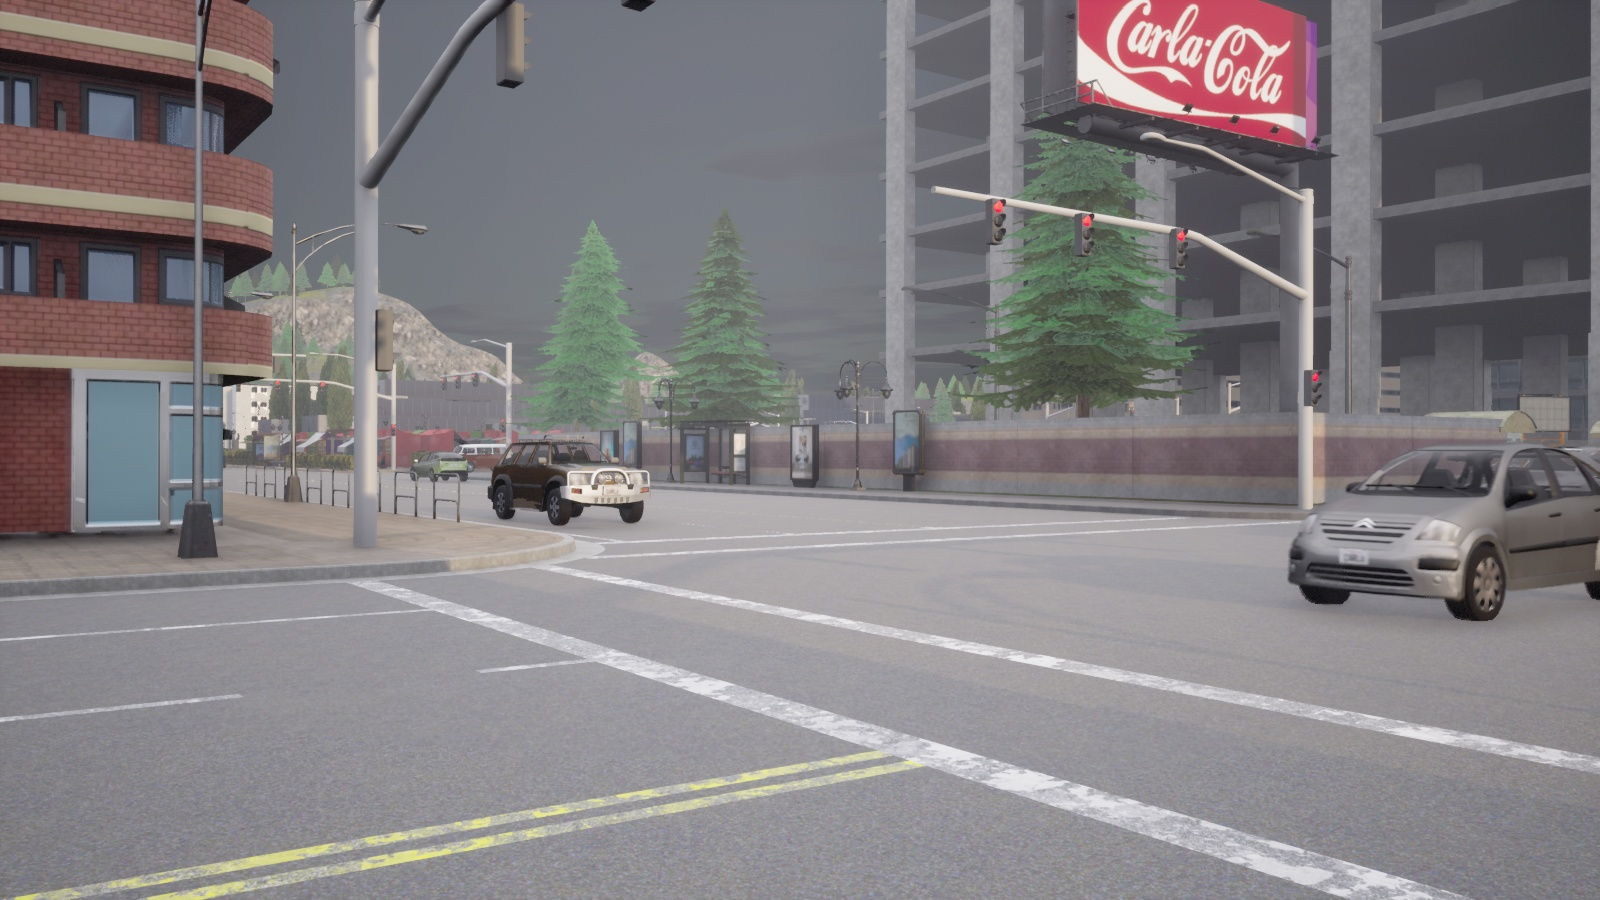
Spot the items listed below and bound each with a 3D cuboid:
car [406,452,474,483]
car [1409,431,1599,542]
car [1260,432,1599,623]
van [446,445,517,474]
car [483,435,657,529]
[{"bbox_3d":[-18.486,0.888,64.403,2.007,1.525,4.514,0,0,-35],"label":"car"},{"bbox_3d":[12.556,0.548,20.933,5.027,1.651,2.152,0,0,-35],"label":"car"},{"bbox_3d":[6.623,0.660,12.536,3.988,1.617,1.851,0,0,-35],"label":"car"},{"bbox_3d":[-22.778,0.681,89.898,4.480,2.038,2.069,0,0,-35],"label":"van"},{"bbox_3d":[-5.046,0.638,27.088,1.932,1.855,4.605,0,0,-35],"label":"car"}]
